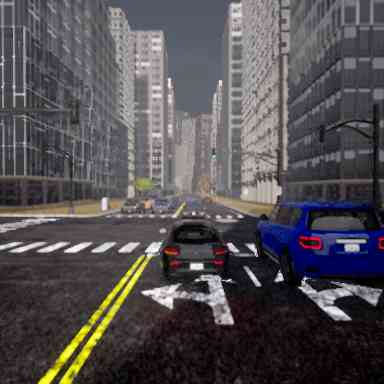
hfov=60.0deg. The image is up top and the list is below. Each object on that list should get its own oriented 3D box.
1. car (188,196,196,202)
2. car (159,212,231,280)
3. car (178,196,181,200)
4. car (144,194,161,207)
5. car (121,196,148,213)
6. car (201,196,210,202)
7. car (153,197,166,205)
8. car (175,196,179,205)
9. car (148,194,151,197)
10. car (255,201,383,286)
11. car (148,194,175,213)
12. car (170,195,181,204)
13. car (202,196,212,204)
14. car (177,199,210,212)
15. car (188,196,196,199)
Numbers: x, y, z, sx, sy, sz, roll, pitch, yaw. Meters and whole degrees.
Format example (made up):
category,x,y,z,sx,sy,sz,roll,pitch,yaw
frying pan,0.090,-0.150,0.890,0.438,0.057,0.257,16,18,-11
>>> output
category,x,y,z,sx,sy,sz,roll,pitch,yaw
car,-0.008,1.749,80.569,1.994,1.385,4.181,0,0,0
car,0.004,1.555,9.984,1.812,1.442,4.674,0,0,-3
car,-3.274,1.714,57.190,1.994,1.385,4.181,0,0,1
car,-6.536,1.368,55.873,2.150,2.045,5.566,0,0,1
car,-6.630,1.456,37.705,2.097,1.767,4.553,0,0,1
car,3.243,1.720,79.872,1.812,1.442,4.674,0,0,0
car,-6.507,1.717,66.352,2.033,1.411,5.357,0,0,0
car,-3.338,1.675,47.223,2.033,1.411,5.357,0,0,0
car,-6.589,1.477,46.344,2.097,1.767,4.553,0,0,0
car,3.344,1.252,9.622,2.150,2.045,5.566,0,0,0
car,-3.348,1.456,37.751,2.097,1.767,4.553,0,0,0
car,-3.257,1.523,67.248,2.097,1.767,4.553,0,0,0
car,3.244,1.655,69.856,1.882,1.535,5.008,0,0,0
car,0.117,1.578,26.476,2.033,1.411,5.357,1,1,0
car,-0.007,1.718,70.673,2.033,1.411,5.357,0,0,0
